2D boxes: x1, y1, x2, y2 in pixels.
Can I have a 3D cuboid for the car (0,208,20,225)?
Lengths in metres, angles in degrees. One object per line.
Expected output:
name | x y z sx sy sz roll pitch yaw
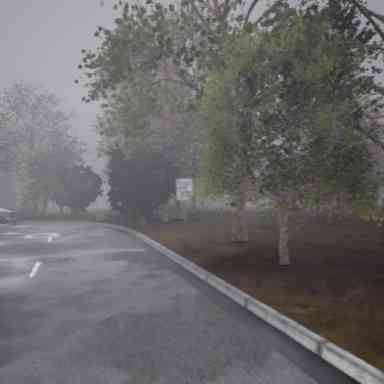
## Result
car | -16.016 2.020 26.654 4.674 1.442 1.812 -2 -1 17
